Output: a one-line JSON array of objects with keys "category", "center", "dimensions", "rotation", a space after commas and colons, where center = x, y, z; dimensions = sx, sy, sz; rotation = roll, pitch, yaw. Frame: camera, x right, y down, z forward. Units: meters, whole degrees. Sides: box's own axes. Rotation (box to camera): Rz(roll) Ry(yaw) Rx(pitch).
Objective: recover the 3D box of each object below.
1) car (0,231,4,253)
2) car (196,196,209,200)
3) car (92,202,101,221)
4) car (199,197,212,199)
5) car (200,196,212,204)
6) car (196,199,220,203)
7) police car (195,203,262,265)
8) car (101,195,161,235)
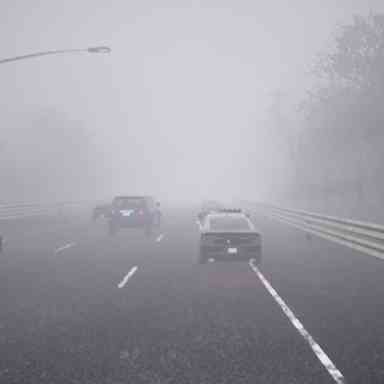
[{"category": "car", "center": [-6.830, 1.205, 7.746], "dimensions": [2.150, 2.045, 5.566], "rotation": [0, 0, 1]}, {"category": "car", "center": [1.554, 1.455, 47.422], "dimensions": [1.812, 1.442, 4.674], "rotation": [0, 0, 4]}, {"category": "car", "center": [-6.383, 1.457, 26.233], "dimensions": [1.837, 1.490, 4.892], "rotation": [0, 0, 2]}, {"category": "car", "center": [1.595, 1.458, 27.442], "dimensions": [1.837, 1.490, 4.892], "rotation": [0, 0, 2]}, {"category": "car", "center": [2.681, 1.467, 63.181], "dimensions": [2.033, 1.411, 5.357], "rotation": [0, 0, 5]}, {"category": "car", "center": [1.395, 1.438, 21.520], "dimensions": [1.882, 1.535, 5.008], "rotation": [0, 0, 2]}, {"category": "police car", "center": [1.164, 1.402, 11.758], "dimensions": [1.930, 1.638, 5.238], "rotation": [0, 0, 1]}, {"category": "car", "center": [-3.115, 1.185, 18.866], "dimensions": [2.150, 2.045, 5.566], "rotation": [0, 0, 2]}]
